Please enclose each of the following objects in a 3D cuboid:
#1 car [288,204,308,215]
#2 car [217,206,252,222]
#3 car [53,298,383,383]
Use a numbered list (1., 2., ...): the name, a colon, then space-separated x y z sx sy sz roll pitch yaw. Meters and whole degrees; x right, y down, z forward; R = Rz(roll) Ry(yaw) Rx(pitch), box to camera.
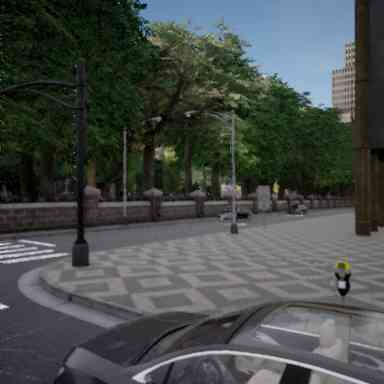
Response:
1. car: 15.598 2.612 48.942 1.837 1.490 4.892 0 -1 35
2. car: 4.259 2.140 33.025 2.128 1.511 4.902 0 -1 35
3. car: 0.728 1.551 2.446 4.403 1.369 2.008 0 0 36
